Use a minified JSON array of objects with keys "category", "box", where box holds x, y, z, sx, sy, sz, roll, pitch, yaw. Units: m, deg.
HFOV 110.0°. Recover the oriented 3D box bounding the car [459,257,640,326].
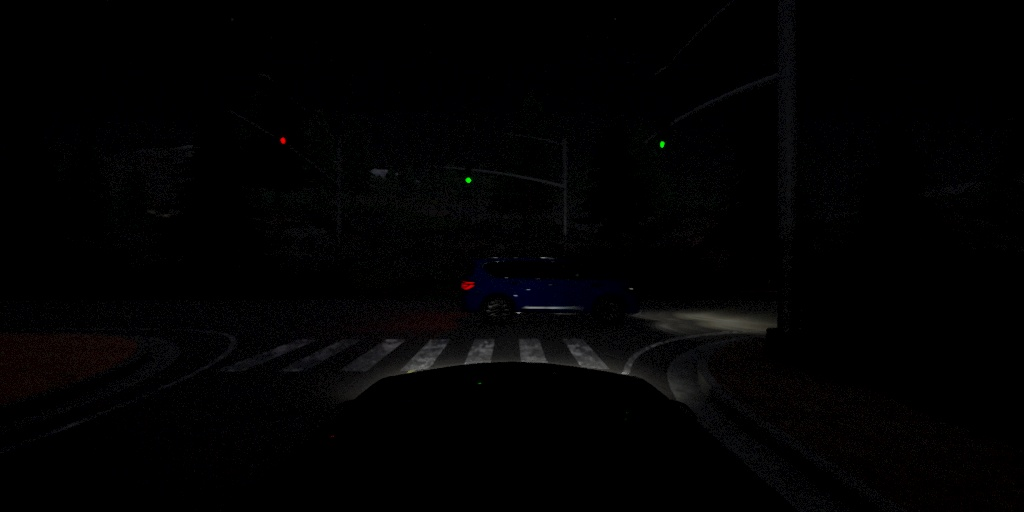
[{"category":"car","box":[1.118,1.046,11.523,5.566,2.045,2.150,0,0,0]}]
